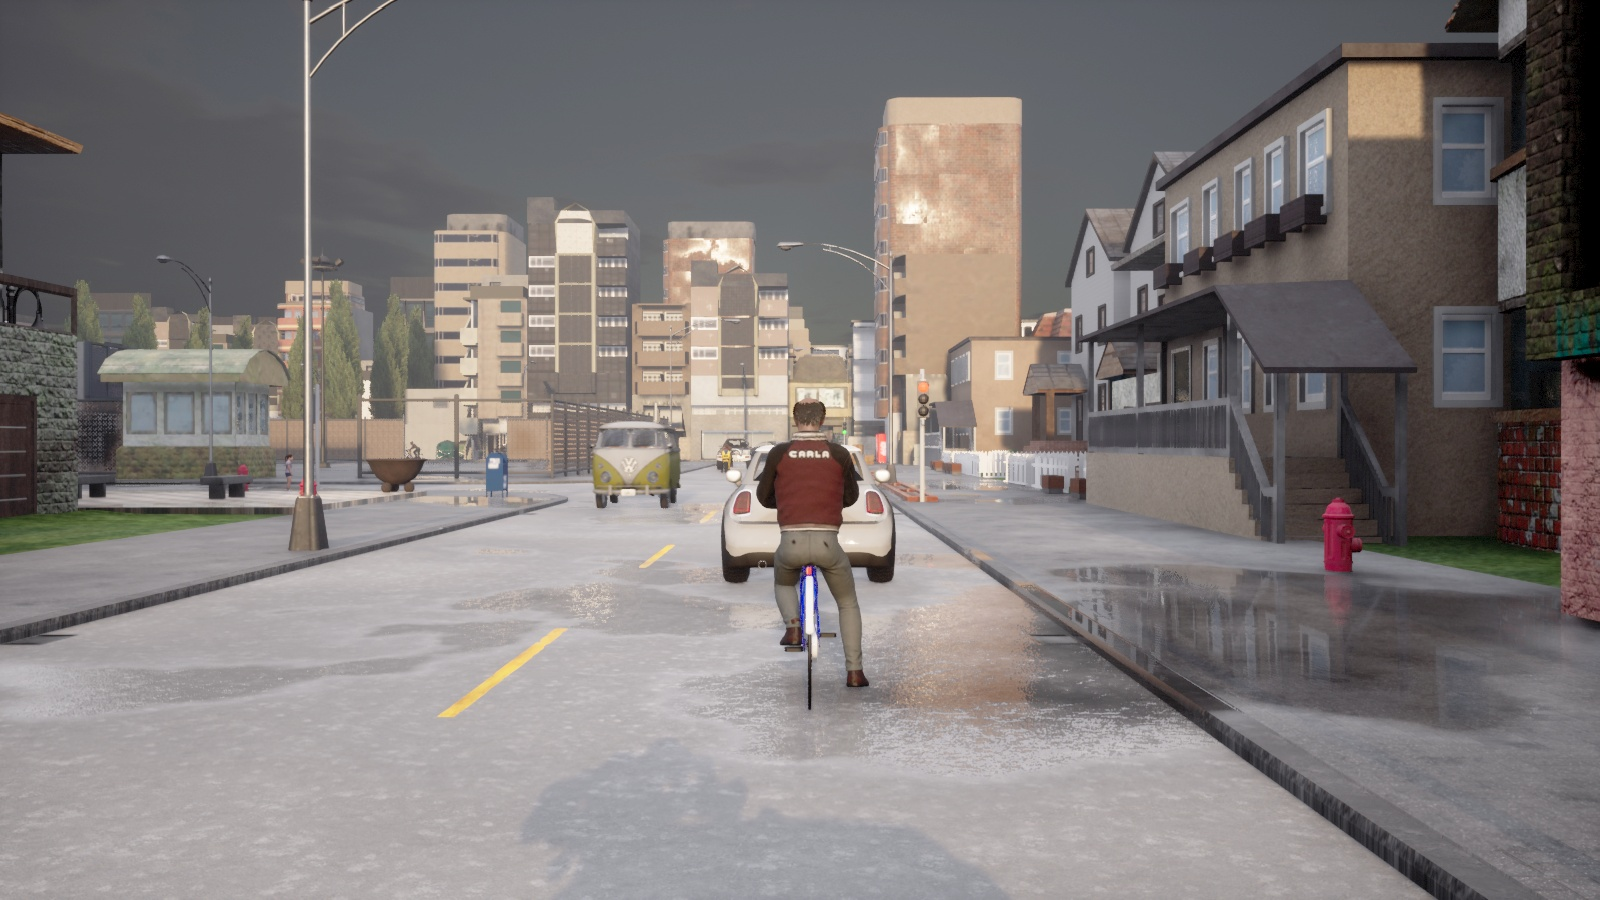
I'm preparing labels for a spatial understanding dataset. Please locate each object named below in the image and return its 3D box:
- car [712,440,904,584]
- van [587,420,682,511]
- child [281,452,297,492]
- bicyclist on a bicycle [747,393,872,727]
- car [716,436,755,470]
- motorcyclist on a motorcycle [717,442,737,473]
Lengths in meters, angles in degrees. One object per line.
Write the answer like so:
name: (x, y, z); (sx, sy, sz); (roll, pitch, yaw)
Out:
car: (0.093, 0.628, 14.787); (1.970, 1.475, 3.806); (0, 0, 0)
van: (-3.824, 0.329, 29.668); (1.775, 1.987, 4.442); (0, 0, -2)
child: (-14.515, 0.621, 35.680); (0.394, 1.110, 0.255); (0, 0, -15)
bicyclist on a bicycle: (0.056, 0.574, 7.591); (0.659, 1.776, 1.843); (0, 1, 0)
car: (-3.610, 0.161, 70.722); (1.932, 1.855, 4.605); (0, 0, 1)
motorcyclist on a motorcycle: (-3.636, 0.372, 62.667); (0.797, 1.523, 2.044); (0, 0, 2)
